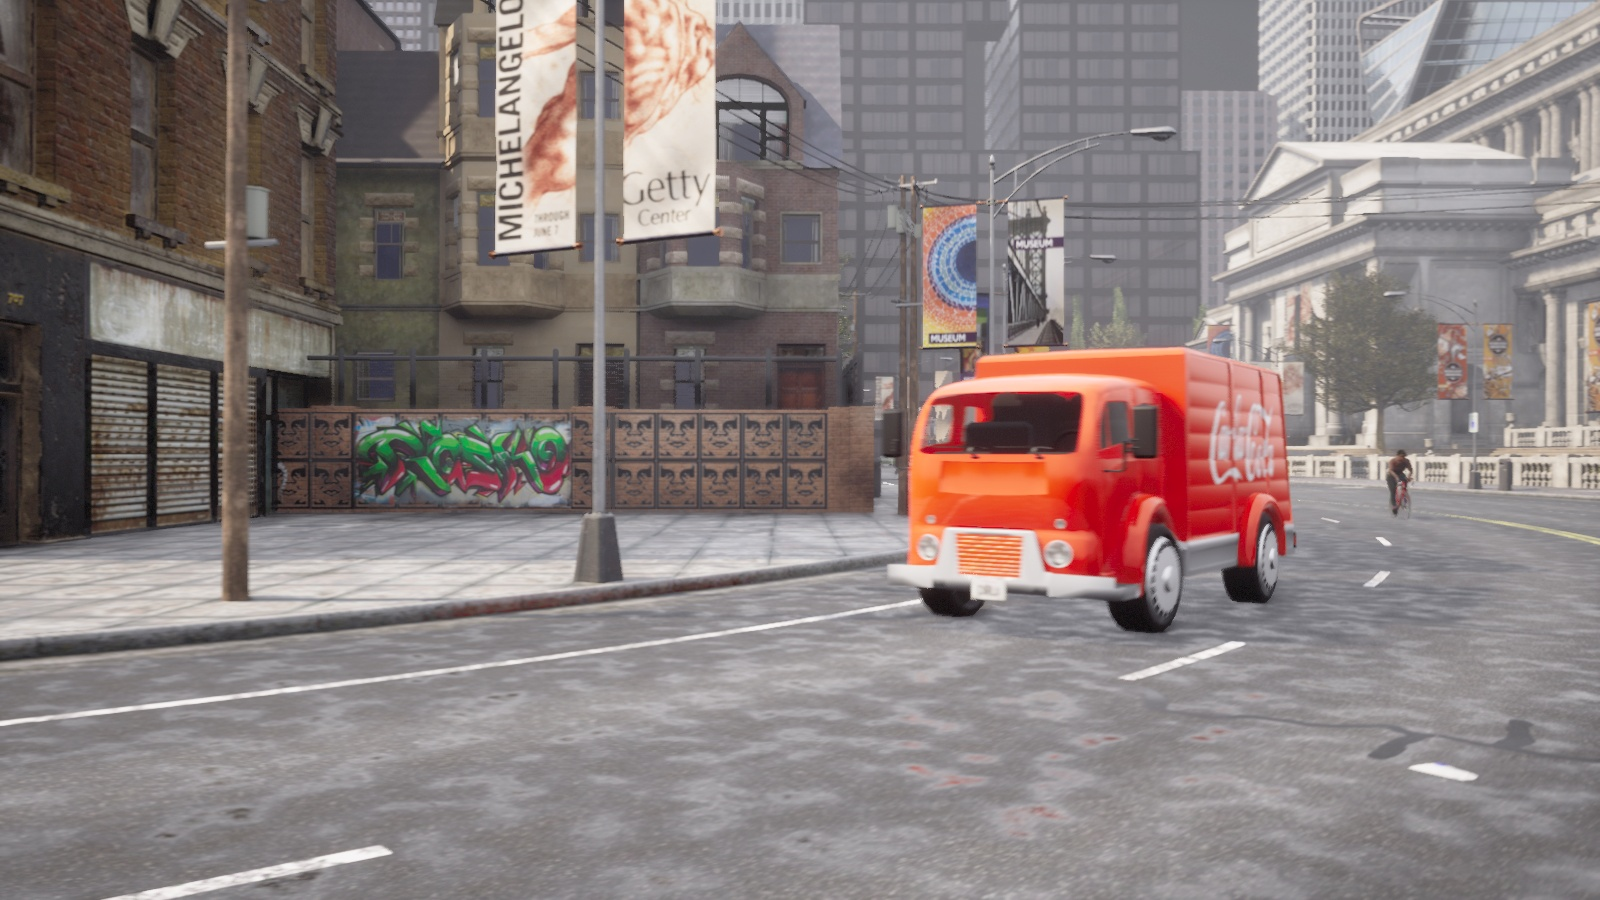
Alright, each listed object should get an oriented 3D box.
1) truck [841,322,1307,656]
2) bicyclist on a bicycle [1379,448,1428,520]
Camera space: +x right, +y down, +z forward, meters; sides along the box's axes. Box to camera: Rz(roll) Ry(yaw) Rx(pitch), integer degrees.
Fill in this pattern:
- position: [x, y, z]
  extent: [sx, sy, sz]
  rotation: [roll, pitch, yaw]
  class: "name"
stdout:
- position: [2.913, 0.293, 12.184]
  extent: [2.627, 2.467, 5.204]
  rotation: [0, 0, 35]
  class: "truck"
- position: [13.880, 0.759, 28.911]
  extent: [0.582, 1.620, 1.656]
  rotation: [-1, 0, 10]
  class: "bicyclist on a bicycle"
